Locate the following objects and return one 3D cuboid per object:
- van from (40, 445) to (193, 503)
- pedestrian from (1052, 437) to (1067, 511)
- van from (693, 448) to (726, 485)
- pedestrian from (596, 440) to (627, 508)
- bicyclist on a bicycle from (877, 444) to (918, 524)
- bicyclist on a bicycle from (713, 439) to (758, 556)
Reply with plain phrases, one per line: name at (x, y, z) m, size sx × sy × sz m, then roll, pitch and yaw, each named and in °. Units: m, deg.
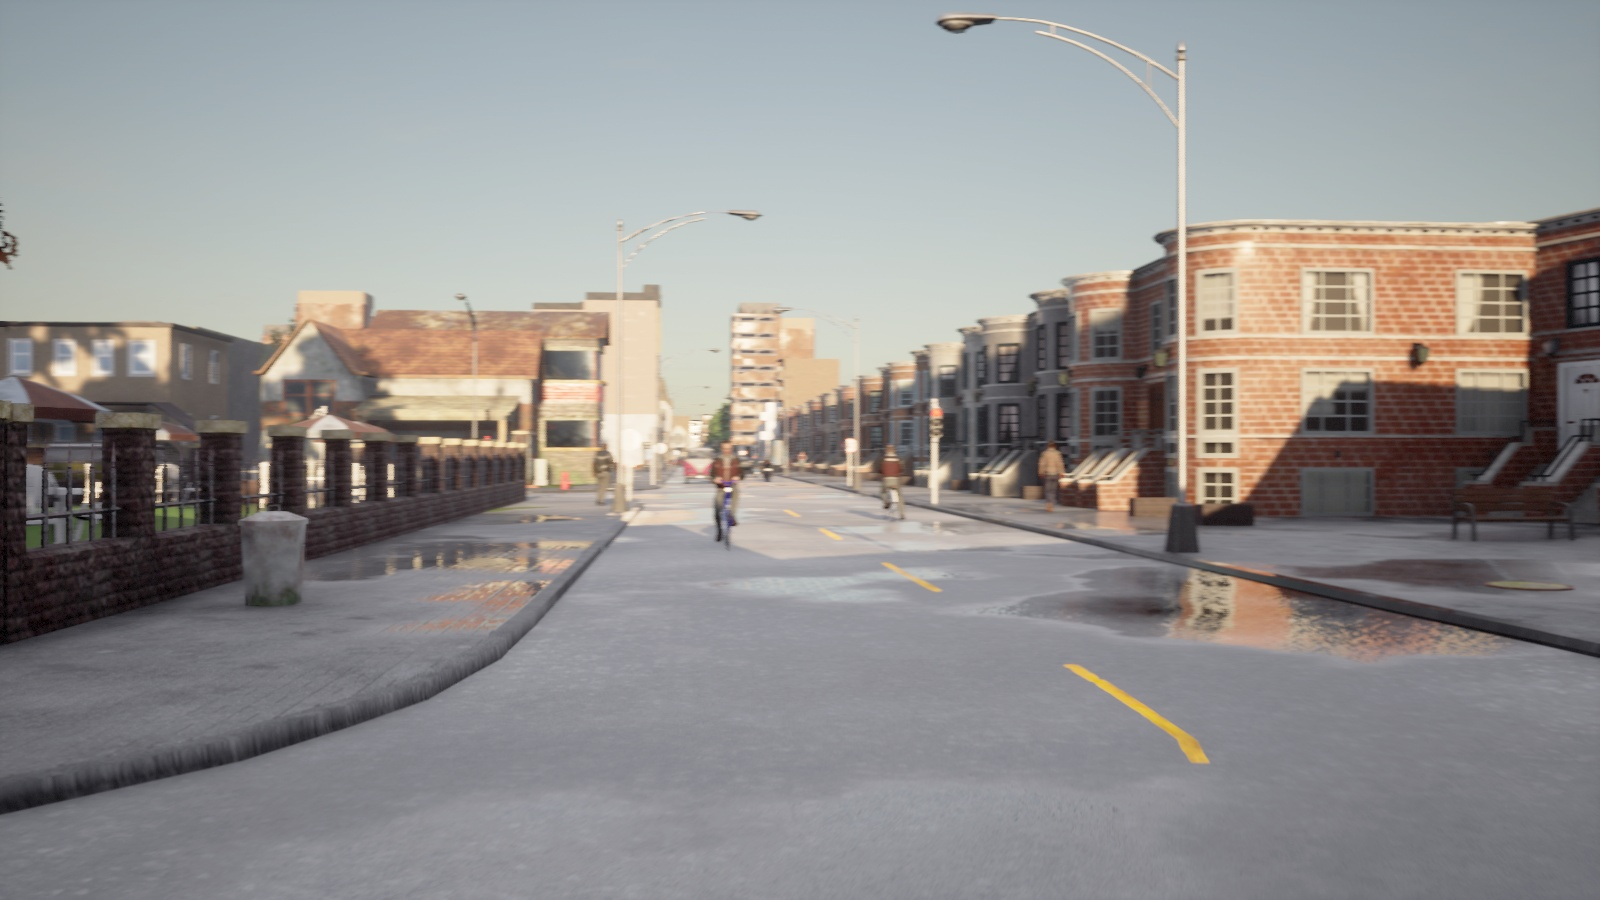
van at (-24.275, 0.841, 44.739) m, size 4.442 × 1.987 × 1.775 m, roll 0°, pitch 0°, yaw -7°
pedestrian at (6.407, 0.583, 30.977) m, size 0.328 × 1.805 × 0.869 m, roll 0°, pitch 0°, yaw 10°
van at (-5.038, 0.890, 69.551) m, size 1.775 × 1.987 × 4.442 m, roll 0°, pitch 0°, yaw -4°
pedestrian at (-5.302, 0.664, 35.367) m, size 0.563 × 1.883 × 0.849 m, roll 0°, pitch 0°, yaw 15°
bicyclist on a bicycle at (2.236, 0.760, 28.945) m, size 0.659 × 1.776 × 1.843 m, roll 0°, pitch 0°, yaw -4°
bicyclist on a bicycle at (-1.053, 0.727, 20.067) m, size 0.659 × 1.776 × 1.843 m, roll 0°, pitch -1°, yaw -5°
